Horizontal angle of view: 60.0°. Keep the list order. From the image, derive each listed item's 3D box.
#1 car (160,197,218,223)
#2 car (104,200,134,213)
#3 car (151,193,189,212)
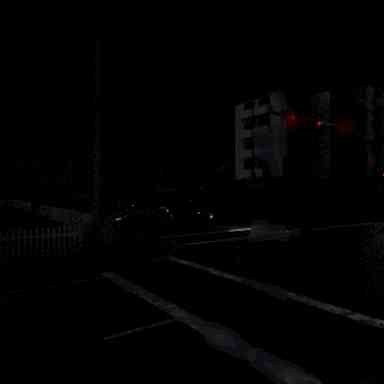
[{"bbox_3d":[-0.055,1.403,24.485,2.128,1.511,4.902,0,0,-34],"label":"car"},{"bbox_3d":[-7.996,1.510,36.270,1.895,1.301,4.718,0,0,-34],"label":"car"},{"bbox_3d":[-2.205,1.108,34.283,2.150,2.045,5.566,0,0,-34],"label":"car"}]
